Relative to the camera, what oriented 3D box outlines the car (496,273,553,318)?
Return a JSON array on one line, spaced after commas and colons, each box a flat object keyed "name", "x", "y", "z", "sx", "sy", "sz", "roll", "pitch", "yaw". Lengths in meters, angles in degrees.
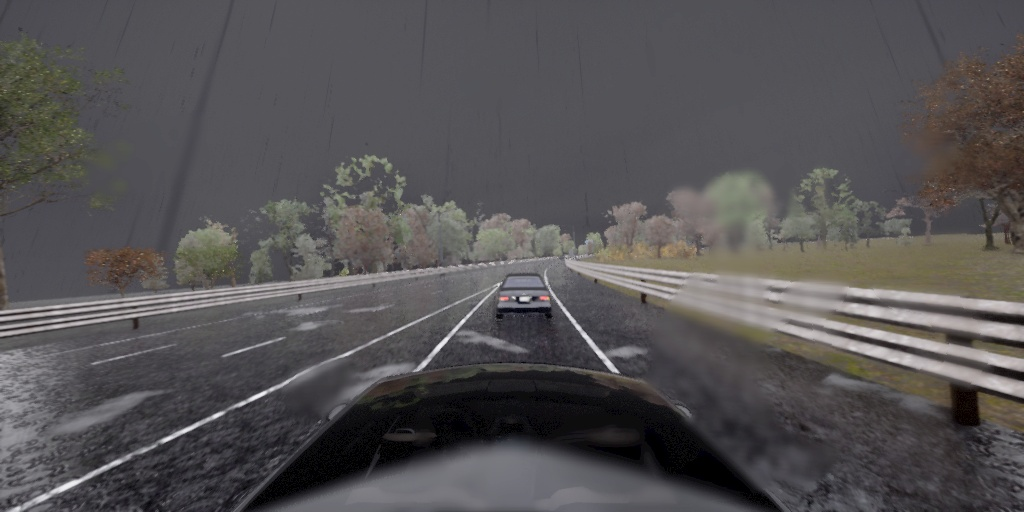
[{"name": "car", "x": 0.415, "y": 1.324, "z": 13.064, "sx": 2.033, "sy": 1.411, "sz": 5.357, "roll": -1, "pitch": 0, "yaw": 1}]
